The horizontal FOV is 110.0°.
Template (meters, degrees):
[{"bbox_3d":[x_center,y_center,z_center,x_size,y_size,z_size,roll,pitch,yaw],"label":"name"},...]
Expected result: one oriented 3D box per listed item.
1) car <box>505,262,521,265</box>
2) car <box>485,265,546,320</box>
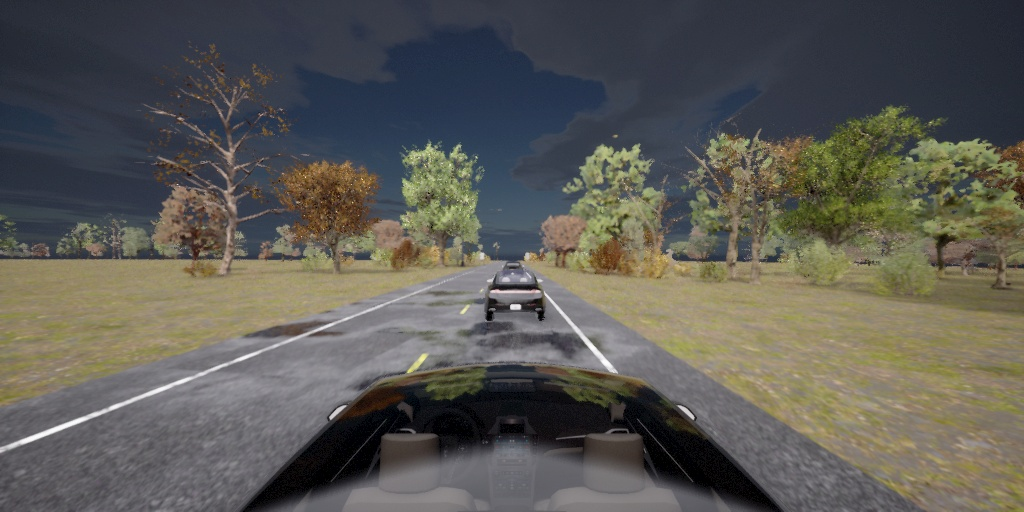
[{"bbox_3d":[0.106,1.260,32.852,1.837,1.490,4.892,0,0,0],"label":"car"},{"bbox_3d":[0.102,1.239,12.603,2.128,1.511,4.902,0,0,0],"label":"car"}]
